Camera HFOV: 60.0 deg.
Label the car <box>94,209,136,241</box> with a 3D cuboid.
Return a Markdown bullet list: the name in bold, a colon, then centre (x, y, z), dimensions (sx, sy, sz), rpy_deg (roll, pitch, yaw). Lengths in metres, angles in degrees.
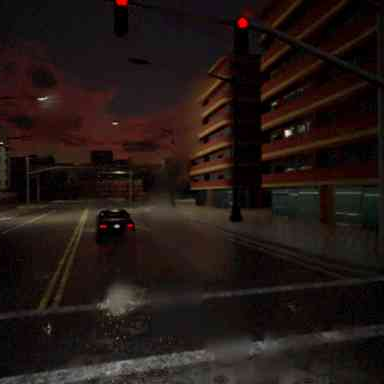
- **car**: centre (-4.070, 1.601, 17.336), dimensions (2.033, 1.411, 5.357), rpy_deg (-1, 0, -16)
